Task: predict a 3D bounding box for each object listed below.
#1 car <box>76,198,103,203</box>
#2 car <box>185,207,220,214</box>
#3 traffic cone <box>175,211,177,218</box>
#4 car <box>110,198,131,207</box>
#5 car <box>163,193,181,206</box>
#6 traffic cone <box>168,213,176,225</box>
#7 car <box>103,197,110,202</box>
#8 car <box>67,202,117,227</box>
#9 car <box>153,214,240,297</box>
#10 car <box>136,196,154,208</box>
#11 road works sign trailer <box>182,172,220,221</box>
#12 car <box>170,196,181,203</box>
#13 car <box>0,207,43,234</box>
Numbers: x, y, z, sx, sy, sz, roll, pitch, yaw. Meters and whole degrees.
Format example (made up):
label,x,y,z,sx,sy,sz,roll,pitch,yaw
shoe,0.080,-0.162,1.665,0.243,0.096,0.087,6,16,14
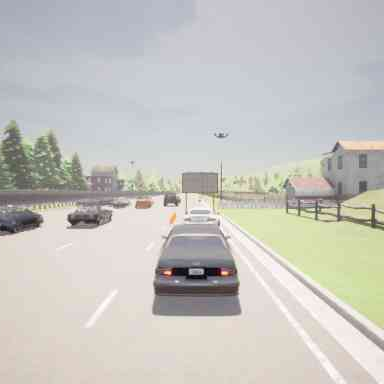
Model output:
label,x,y,z,sx,sy,sz,roll,pitch,yaw
car,-13.825,1.547,44.175,2.033,1.411,5.357,0,0,-1
car,0.557,1.538,18.432,1.812,1.442,4.674,0,-1,5
traffic cone,-1.456,1.955,25.127,0.340,0.580,0.340,0,0,0
car,-10.338,1.601,49.325,1.895,1.301,4.718,0,0,0
car,-3.334,1.221,53.307,2.150,2.045,5.566,0,0,0
traffic cone,-1.459,1.955,23.127,0.340,0.580,0.340,0,0,0
car,-13.832,1.564,54.390,1.994,1.385,4.181,0,0,0
car,-6.871,1.601,23.041,1.895,1.301,4.718,0,0,0
car,0.108,1.547,8.770,2.033,1.411,5.357,0,0,1
car,-6.839,1.351,48.398,2.097,1.767,4.553,0,0,0
road works sign trailer,0.514,0.464,22.046,2.380,3.560,2.880,0,0,-4
car,-3.315,1.564,68.522,1.994,1.385,4.181,0,0,0
car,-10.376,1.564,19.315,1.994,1.385,4.181,0,0,0
